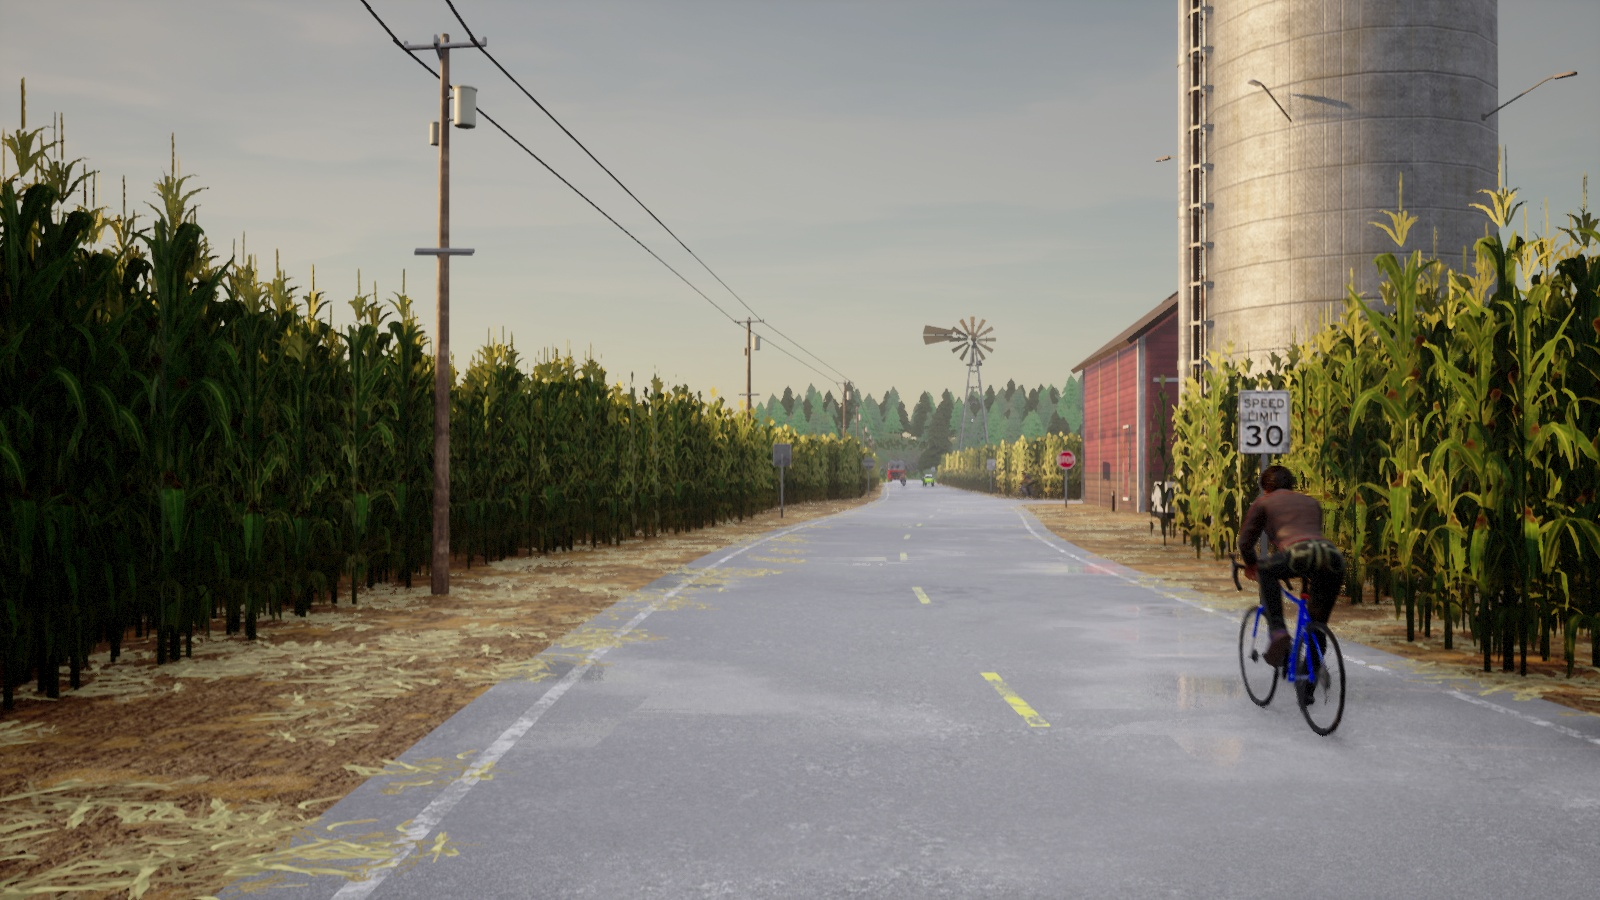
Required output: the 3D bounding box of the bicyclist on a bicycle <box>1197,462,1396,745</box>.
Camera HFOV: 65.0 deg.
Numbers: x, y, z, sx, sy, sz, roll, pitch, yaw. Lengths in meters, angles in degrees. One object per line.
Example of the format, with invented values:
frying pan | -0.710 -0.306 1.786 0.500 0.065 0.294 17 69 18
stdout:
bicyclist on a bicycle | 3.112 0.899 8.044 0.582 1.620 1.656 0 -1 -1
